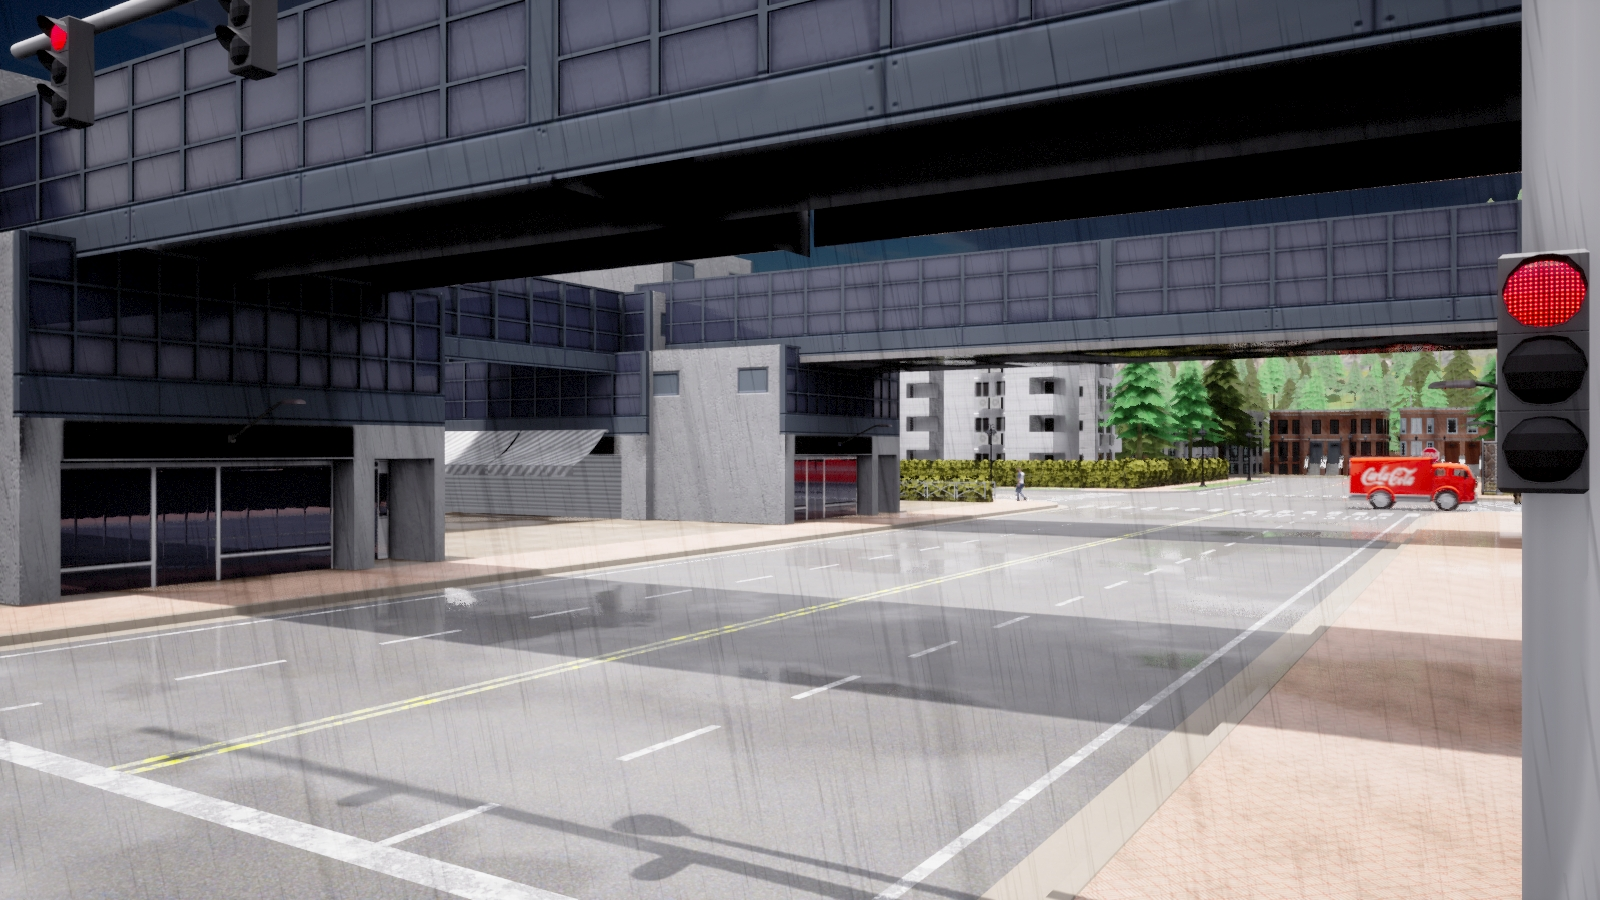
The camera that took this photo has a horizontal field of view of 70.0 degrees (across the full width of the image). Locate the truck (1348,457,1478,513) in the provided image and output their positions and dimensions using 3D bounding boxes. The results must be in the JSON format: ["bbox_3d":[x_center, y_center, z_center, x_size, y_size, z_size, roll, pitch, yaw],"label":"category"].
[{"bbox_3d":[28.658,1.568,53.481,5.204,2.467,2.627,0,0,32],"label":"truck"}]

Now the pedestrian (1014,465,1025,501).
[{"bbox_3d":[11.288,1.696,58.719,0.375,1.860,0.375,0,0,-40],"label":"pedestrian"}]

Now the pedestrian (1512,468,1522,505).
[{"bbox_3d":[36.170,1.848,57.626,0.375,1.860,0.375,0,0,23],"label":"pedestrian"}]
